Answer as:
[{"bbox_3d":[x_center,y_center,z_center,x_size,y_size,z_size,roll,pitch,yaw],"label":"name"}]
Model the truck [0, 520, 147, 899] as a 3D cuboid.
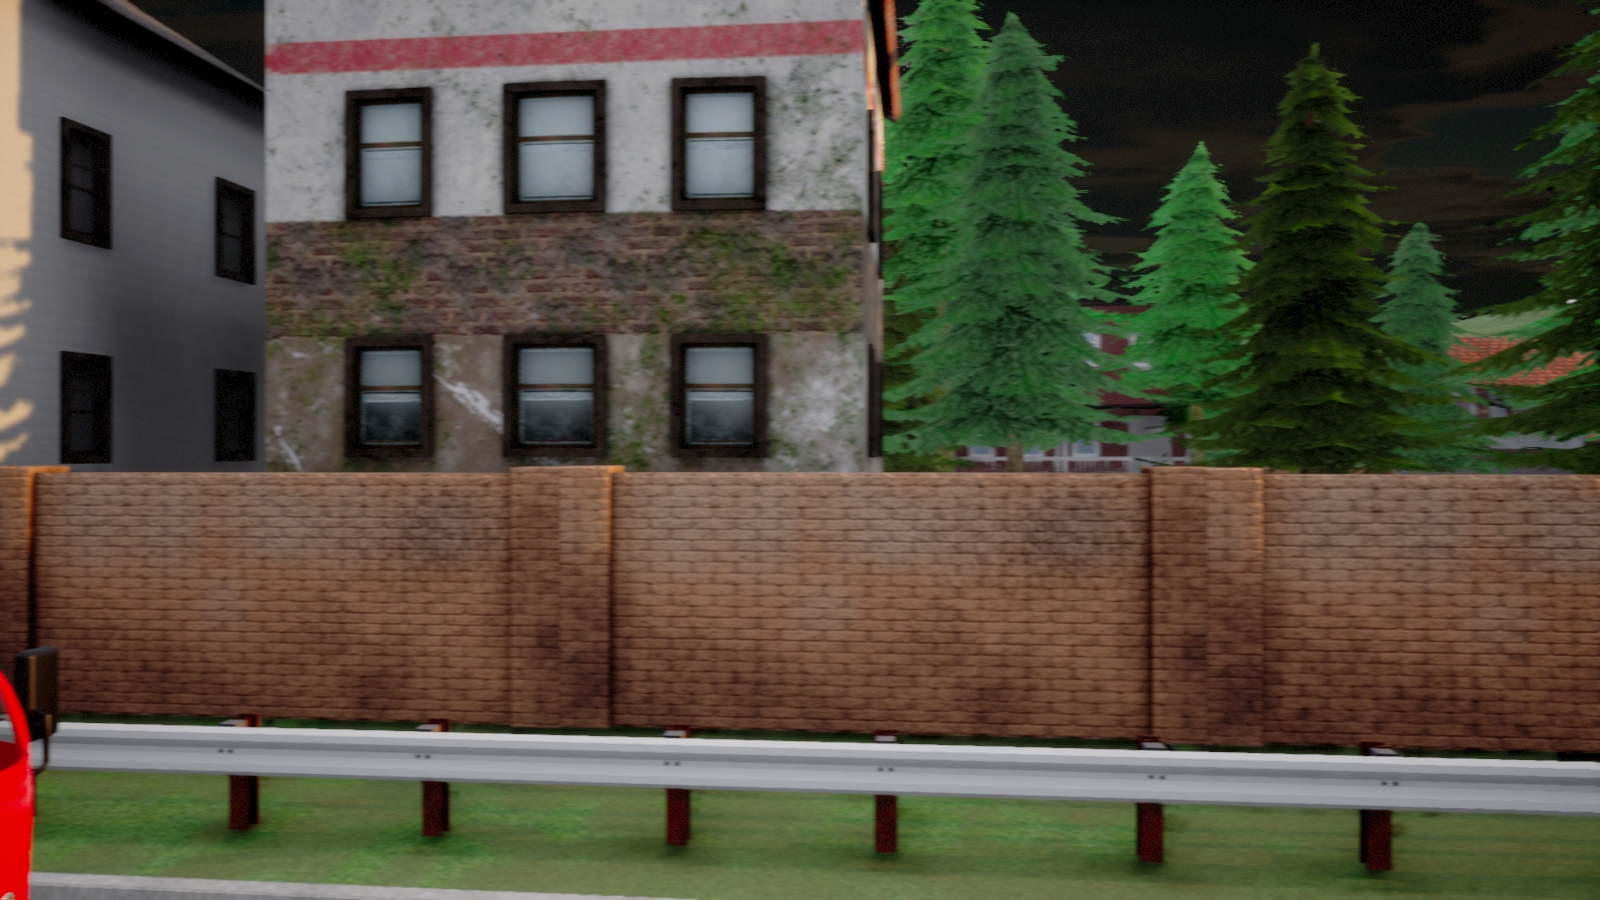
[{"bbox_3d":[-5.815,1.564,4.362,5.204,2.467,2.627,0,0,5],"label":"truck"}]
